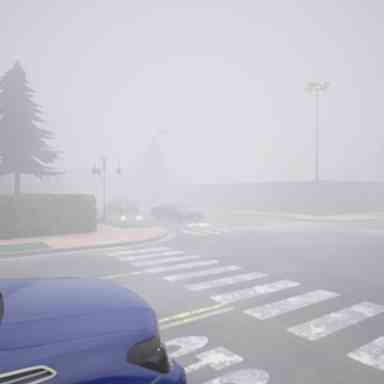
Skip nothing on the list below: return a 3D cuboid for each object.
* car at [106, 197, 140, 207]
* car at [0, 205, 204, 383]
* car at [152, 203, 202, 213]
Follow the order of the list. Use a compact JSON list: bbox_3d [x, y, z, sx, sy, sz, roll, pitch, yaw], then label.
[{"bbox_3d":[-7.097,1.334,34.003,2.097,1.767,4.553,0,0,-35],"label":"car"},{"bbox_3d":[-2.697,1.222,1.845,5.566,2.045,2.150,0,0,-35],"label":"car"},{"bbox_3d":[-1.312,1.530,25.887,2.033,1.411,5.357,0,0,-36],"label":"car"}]
